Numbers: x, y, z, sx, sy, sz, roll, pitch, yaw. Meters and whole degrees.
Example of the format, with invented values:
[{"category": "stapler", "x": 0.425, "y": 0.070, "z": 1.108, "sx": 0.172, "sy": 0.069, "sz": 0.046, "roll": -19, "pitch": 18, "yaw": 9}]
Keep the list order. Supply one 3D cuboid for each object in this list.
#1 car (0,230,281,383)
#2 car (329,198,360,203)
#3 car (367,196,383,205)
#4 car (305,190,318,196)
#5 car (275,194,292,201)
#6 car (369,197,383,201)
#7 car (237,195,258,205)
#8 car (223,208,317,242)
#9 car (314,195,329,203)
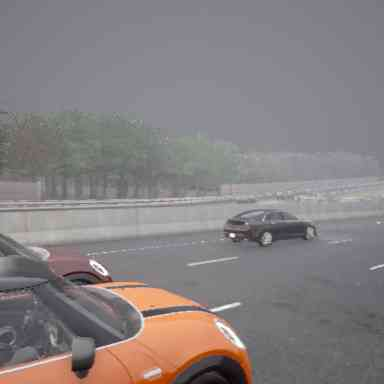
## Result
[{"category": "car", "x": -1.633, "y": 1.352, "z": 2.704, "sx": 4.553, "sy": 1.767, "sz": 2.097, "roll": 0, "pitch": 0, "yaw": -35}, {"category": "car", "x": 20.961, "y": 1.542, "z": 44.784, "sx": 4.674, "sy": 1.442, "sz": 1.812, "roll": 0, "pitch": 0, "yaw": -36}, {"category": "car", "x": 32.624, "y": 1.494, "z": 57.445, "sx": 5.357, "sy": 1.411, "sz": 2.033, "roll": -1, "pitch": 0, "yaw": -36}, {"category": "car", "x": 28.267, "y": 0.316, "z": 78.860, "sx": 1.994, "sy": 1.385, "sz": 4.181, "roll": 0, "pitch": 3, "yaw": 40}, {"category": "car", "x": 18.346, "y": 0.977, "z": 66.528, "sx": 1.895, "sy": 1.301, "sz": 4.718, "roll": 0, "pitch": 2, "yaw": 37}, {"category": "car", "x": 24.179, "y": 1.580, "z": 42.784, "sx": 4.181, "sy": 1.385, "sz": 1.994, "roll": 0, "pitch": 0, "yaw": -36}, {"category": "car", "x": 8.996, "y": 1.266, "z": 53.749, "sx": 1.882, "sy": 1.535, "sz": 5.008, "roll": 0, "pitch": 1, "yaw": 35}, {"category": "car", "x": 3.613, "y": 1.509, "z": 14.913, "sx": 4.892, "sy": 1.490, "sz": 1.837, "roll": 0, "pitch": 0, "yaw": -35}, {"category": "car", "x": 19.763, "y": 1.579, "z": 48.223, "sx": 4.181, "sy": 1.385, "sz": 1.994, "roll": 0, "pitch": 0, "yaw": -35}]
